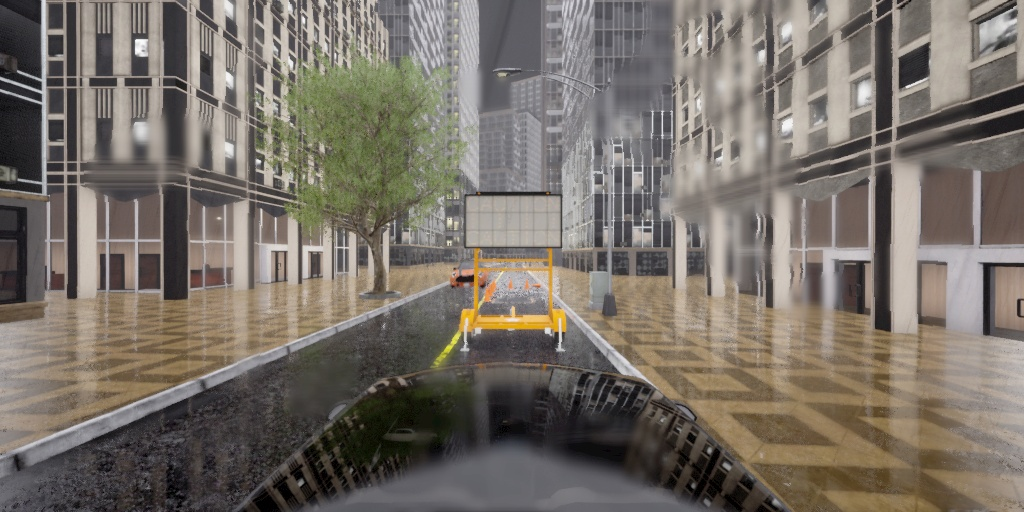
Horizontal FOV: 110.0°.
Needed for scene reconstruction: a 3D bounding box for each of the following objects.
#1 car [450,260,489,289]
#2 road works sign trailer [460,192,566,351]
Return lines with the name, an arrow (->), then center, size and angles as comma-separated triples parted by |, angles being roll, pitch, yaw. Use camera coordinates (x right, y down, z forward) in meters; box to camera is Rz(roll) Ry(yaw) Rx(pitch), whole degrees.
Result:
car -> -2.660, 1.108, 23.237 | 2.097, 1.767, 4.553 | 0, 0, 0
road works sign trailer -> 0.034, 0.214, 8.941 | 2.380, 3.560, 2.880 | 0, 0, 0
